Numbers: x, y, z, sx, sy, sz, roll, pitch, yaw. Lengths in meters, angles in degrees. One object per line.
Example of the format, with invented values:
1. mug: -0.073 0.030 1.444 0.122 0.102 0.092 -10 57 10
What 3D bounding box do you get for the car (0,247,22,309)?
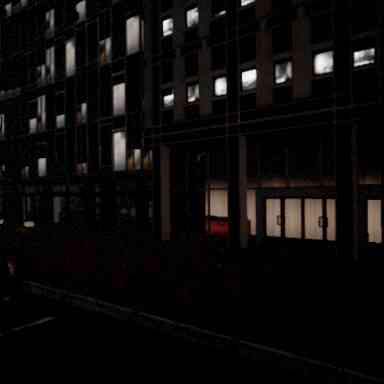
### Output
1. car: -5.313 1.516 6.788 4.097 1.590 1.967 -1 -1 36
